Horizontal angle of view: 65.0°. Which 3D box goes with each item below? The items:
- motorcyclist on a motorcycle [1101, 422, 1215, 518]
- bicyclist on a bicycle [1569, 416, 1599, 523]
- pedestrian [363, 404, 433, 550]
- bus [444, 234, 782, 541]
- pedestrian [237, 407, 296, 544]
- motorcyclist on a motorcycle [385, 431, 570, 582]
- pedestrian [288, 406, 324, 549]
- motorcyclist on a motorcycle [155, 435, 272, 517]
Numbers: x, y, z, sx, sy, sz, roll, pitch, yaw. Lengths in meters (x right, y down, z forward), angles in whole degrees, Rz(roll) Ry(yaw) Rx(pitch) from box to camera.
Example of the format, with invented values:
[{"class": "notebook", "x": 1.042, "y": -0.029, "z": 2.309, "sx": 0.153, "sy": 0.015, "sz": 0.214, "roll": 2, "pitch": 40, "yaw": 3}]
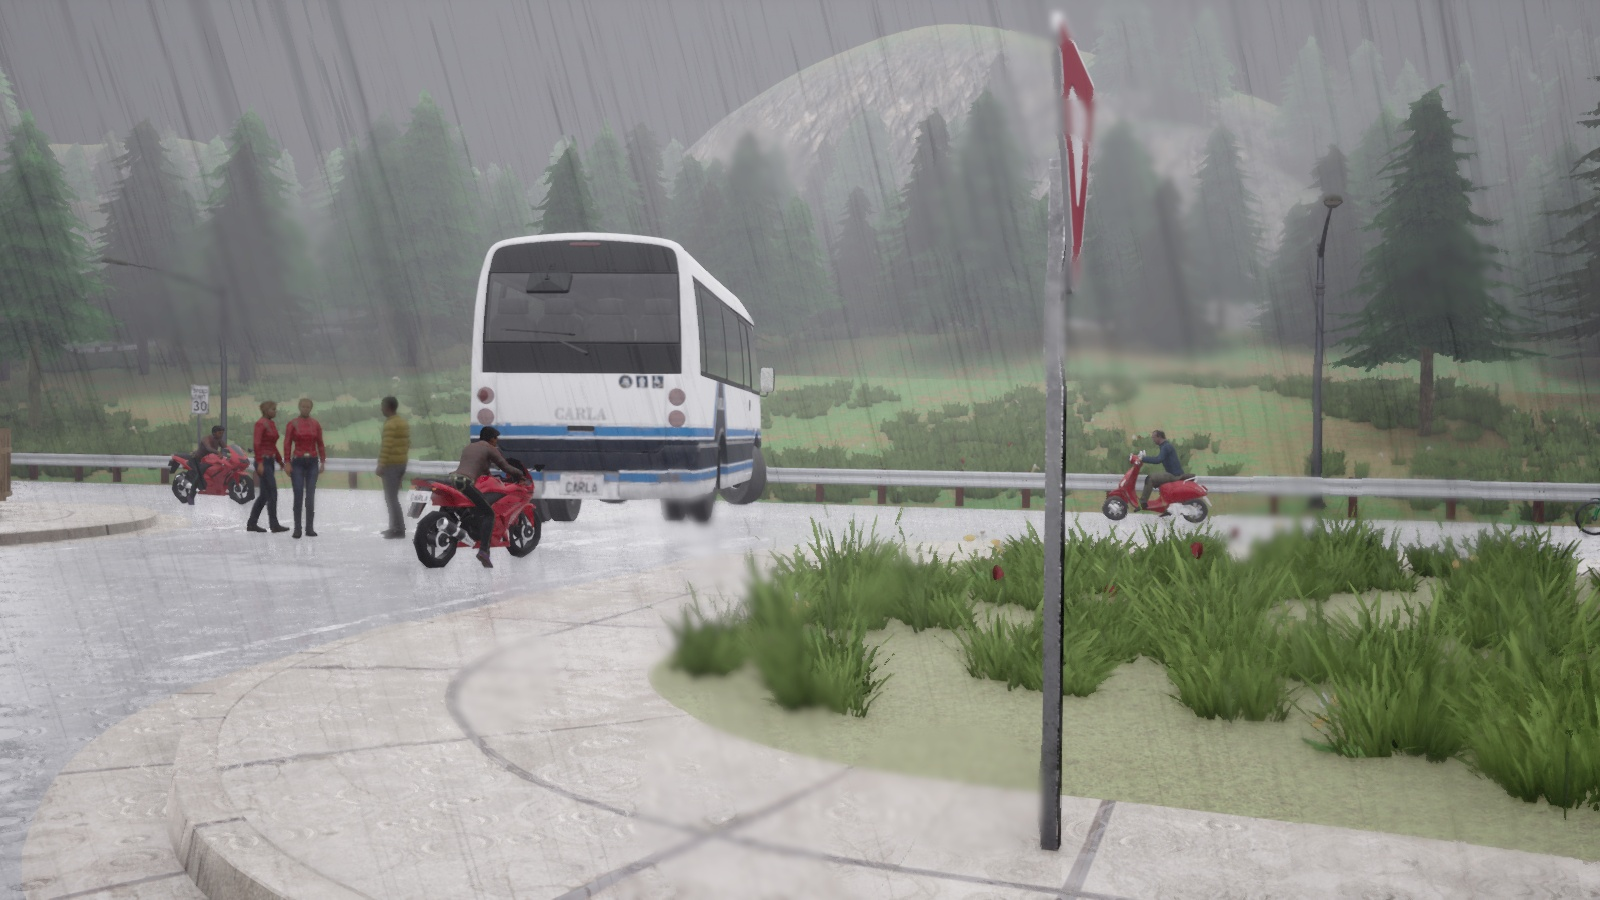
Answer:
[{"class": "motorcyclist on a motorcycle", "x": 6.149, "y": 0.335, "z": 21.562, "sx": 1.817, "sy": 1.590, "sz": 0.866, "roll": 0, "pitch": 1, "yaw": 20}, {"class": "bicyclist on a bicycle", "x": 12.717, "y": 0.291, "z": 19.193, "sx": 1.509, "sy": 1.612, "sz": 0.866, "roll": 0, "pitch": 1, "yaw": 20}, {"class": "pedestrian", "x": -5.175, "y": 0.343, "z": 16.172, "sx": 0.709, "sy": 1.840, "sz": 0.431, "roll": 0, "pitch": 1, "yaw": 12}, {"class": "bus", "x": -2.699, "y": -0.927, "z": 22.675, "sx": 3.944, "sy": 4.253, "sz": 10.273, "roll": 0, "pitch": 1, "yaw": 4}, {"class": "pedestrian", "x": -7.279, "y": 0.349, "z": 17.139, "sx": 0.636, "sy": 1.846, "sz": 0.331, "roll": -1, "pitch": 1, "yaw": -1}, {"class": "motorcyclist on a motorcycle", "x": -3.490, "y": 0.557, "z": 13.804, "sx": 0.797, "sy": 1.523, "sz": 2.044, "roll": 0, "pitch": 1, "yaw": 27}, {"class": "pedestrian", "x": -6.536, "y": 0.349, "z": 16.610, "sx": 0.331, "sy": 1.846, "sz": 0.636, "roll": -1, "pitch": 1, "yaw": -31}, {"class": "motorcyclist on a motorcycle", "x": -11.264, "y": 0.486, "z": 24.119, "sx": 2.044, "sy": 1.523, "sz": 0.797, "roll": 0, "pitch": 1, "yaw": 20}]
